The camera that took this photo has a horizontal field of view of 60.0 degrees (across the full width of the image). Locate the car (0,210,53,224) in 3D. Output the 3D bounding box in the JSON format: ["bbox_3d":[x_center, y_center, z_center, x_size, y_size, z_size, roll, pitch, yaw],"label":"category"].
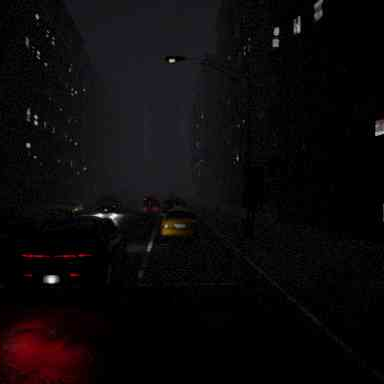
[{"bbox_3d":[-6.039,1.431,9.973,1.895,1.301,4.718,1,1,-4],"label":"car"}]

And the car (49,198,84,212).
[{"bbox_3d":[-9.760,1.141,26.104,1.752,1.417,4.829,2,1,-4],"label":"car"}]

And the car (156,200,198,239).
[{"bbox_3d":[-0.648,1.344,16.034,1.752,1.417,4.829,2,1,-4],"label":"car"}]

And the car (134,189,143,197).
[{"bbox_3d":[-13.676,0.490,81.539,2.008,1.369,4.403,2,1,-4],"label":"car"}]

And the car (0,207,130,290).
[{"bbox_3d":[-2.842,1.380,8.728,1.837,1.490,4.892,1,1,-4],"label":"car"}]

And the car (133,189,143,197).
[{"bbox_3d":[-14.059,0.186,87.062,2.192,1.841,5.009,2,1,-4],"label":"car"}]

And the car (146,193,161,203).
[{"bbox_3d":[-5.843,0.915,51.520,2.033,1.411,5.357,1,1,-4],"label":"car"}]

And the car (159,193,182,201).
[{"bbox_3d":[-1.414,1.131,26.916,1.967,1.590,4.097,2,1,-4],"label":"car"}]

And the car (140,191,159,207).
[{"bbox_3d":[-5.080,1.019,41.234,1.812,1.442,4.674,1,1,-4],"label":"car"}]

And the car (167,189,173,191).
[{"bbox_3d":[-3.756,0.730,60.075,1.967,1.590,4.097,2,1,-4],"label":"car"}]

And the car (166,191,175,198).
[{"bbox_3d":[-4.927,0.526,76.655,1.967,1.590,4.097,2,1,-4],"label":"car"}]

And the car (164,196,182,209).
[{"bbox_3d":[-2.198,1.141,37.970,1.802,1.307,4.206,2,1,-4],"label":"car"}]

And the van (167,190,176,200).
[{"bbox_3d":[-4.143,0.563,65.600,1.690,1.788,3.998,2,1,-4],"label":"van"}]

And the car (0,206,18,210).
[{"bbox_3d":[-8.992,1.325,15.221,1.802,1.307,4.206,2,1,-4],"label":"car"}]

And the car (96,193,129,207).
[{"bbox_3d":[-7.512,1.131,30.985,2.033,1.411,5.357,1,1,-4],"label":"car"}]

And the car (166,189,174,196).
[{"bbox_3d":[-6.094,0.194,93.232,2.192,1.841,5.009,2,1,-4],"label":"car"}]

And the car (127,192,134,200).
[{"bbox_3d":[-12.114,0.757,59.433,1.887,1.381,4.507,2,1,-4],"label":"car"}]
